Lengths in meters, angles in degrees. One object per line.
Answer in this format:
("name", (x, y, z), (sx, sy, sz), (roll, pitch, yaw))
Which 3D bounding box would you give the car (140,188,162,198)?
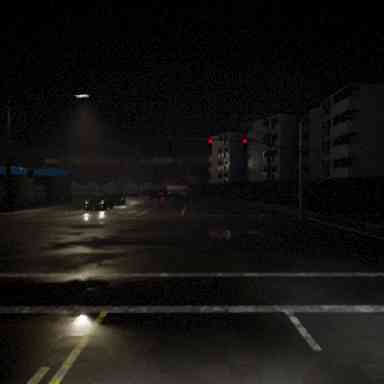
("car", (-9.447, 0.191, 76.778), (2.150, 2.045, 5.566), (-1, 1, -45))

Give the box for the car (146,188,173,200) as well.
("car", (-6.695, 0.460, 67.316), (2.150, 2.045, 5.566), (-1, 1, -32))

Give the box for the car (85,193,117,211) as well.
("car", (-9.856, 1.012, 35.488), (2.097, 1.767, 4.553), (0, 1, -1))

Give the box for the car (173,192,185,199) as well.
("car", (-3.437, 0.764, 68.689), (2.033, 1.411, 5.357), (-1, 1, -32))

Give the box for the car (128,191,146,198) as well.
("car", (-12.366, 0.631, 74.782), (1.895, 1.301, 4.718), (-1, 1, -45))

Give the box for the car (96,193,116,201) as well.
("car", (-16.310, 0.856, 62.769), (2.033, 1.411, 5.357), (-1, 1, -33))

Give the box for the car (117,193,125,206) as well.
("car", (-10.226, 0.883, 45.297), (2.097, 1.767, 4.553), (0, 1, -8))
